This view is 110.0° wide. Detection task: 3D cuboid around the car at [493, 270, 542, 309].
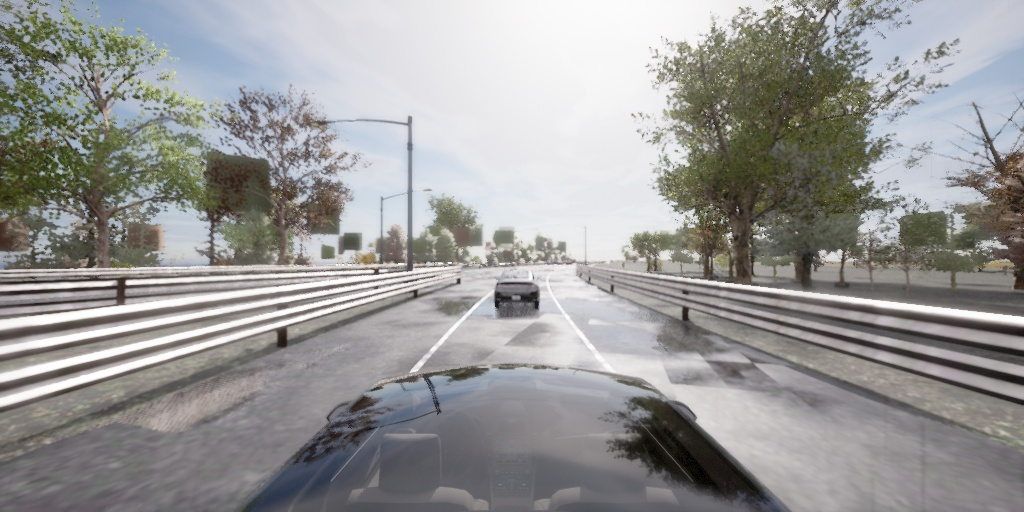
[{"bbox_3d":[0.267,1.366,15.813,2.128,1.511,4.902,0,0,3],"label":"car"}]
